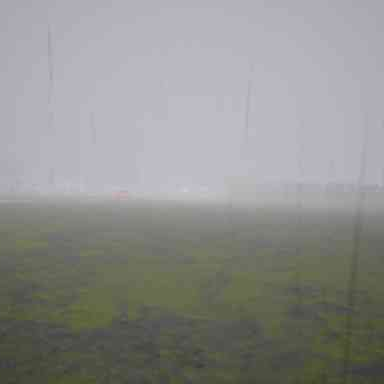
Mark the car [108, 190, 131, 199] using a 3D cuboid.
[{"bbox_3d":[-14.126,0.444,64.511,2.097,1.767,4.553,2,1,36],"label":"car"}]
